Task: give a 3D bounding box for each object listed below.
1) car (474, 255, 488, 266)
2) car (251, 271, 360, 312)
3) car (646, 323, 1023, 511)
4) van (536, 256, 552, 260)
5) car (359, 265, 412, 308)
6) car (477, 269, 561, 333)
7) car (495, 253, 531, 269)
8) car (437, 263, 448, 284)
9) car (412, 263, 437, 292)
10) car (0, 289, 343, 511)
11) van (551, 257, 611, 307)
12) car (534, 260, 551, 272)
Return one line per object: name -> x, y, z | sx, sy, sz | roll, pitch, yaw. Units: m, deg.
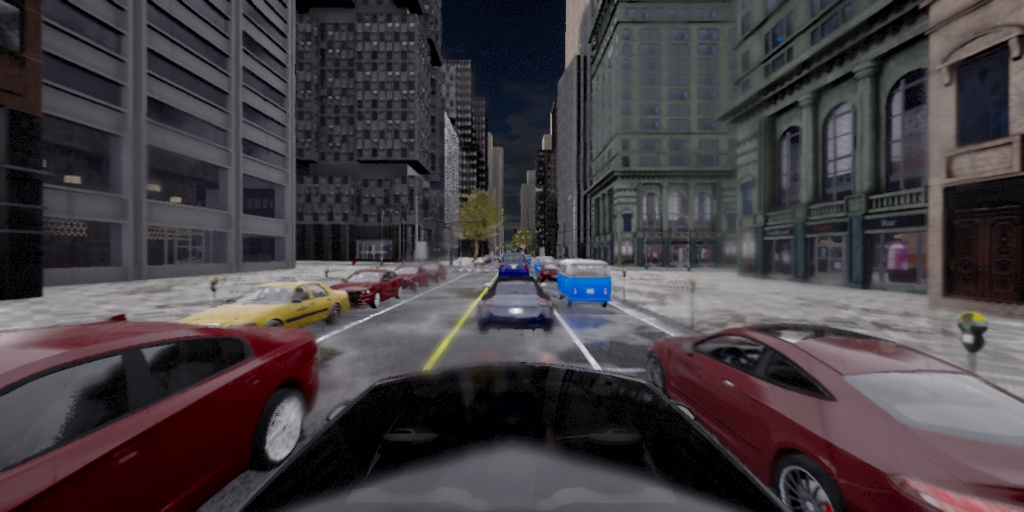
car -> -5.716, 0.942, 63.604 | 1.751, 1.417, 4.829 | 0, 0, 0
car -> -5.772, 1.231, 8.936 | 1.751, 1.417, 4.829 | 0, 0, 0
car -> 2.772, 1.323, 3.556 | 1.802, 1.307, 4.207 | 0, 0, 0
van -> 2.800, 0.927, 31.180 | 1.690, 1.789, 3.998 | 0, 0, 0
car -> -5.768, 1.219, 14.631 | 1.888, 1.381, 4.507 | 0, 0, 0
car -> 0.106, 1.264, 10.537 | 1.994, 1.385, 4.181 | 0, 0, 0
car -> 0.121, 0.830, 26.765 | 2.150, 2.045, 5.566 | 0, 0, 0
car -> -5.760, 1.157, 25.681 | 1.888, 1.381, 4.507 | 0, 0, 0
car -> -5.764, 1.188, 20.156 | 1.888, 1.381, 4.507 | 0, 0, 0
car -> -3.090, 1.225, 1.985 | 1.882, 1.535, 5.008 | 0, 0, 0
van -> 2.783, 1.019, 14.606 | 1.690, 1.789, 3.998 | 0, 0, 0
car -> 2.795, 1.161, 25.655 | 1.888, 1.381, 4.507 | 0, 0, 0
